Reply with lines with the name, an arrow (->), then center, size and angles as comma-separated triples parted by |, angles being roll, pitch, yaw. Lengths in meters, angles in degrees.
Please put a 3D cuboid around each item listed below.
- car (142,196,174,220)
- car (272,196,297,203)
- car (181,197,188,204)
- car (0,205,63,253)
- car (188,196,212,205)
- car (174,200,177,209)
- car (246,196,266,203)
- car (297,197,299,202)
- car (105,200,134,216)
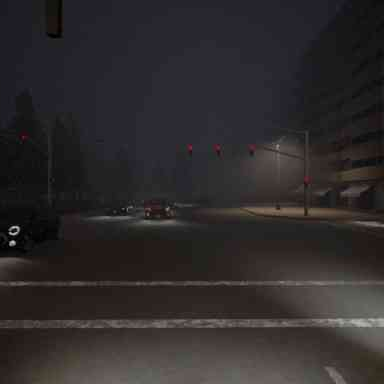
car -> -2.999, 1.366, 28.957 | 2.097, 1.767, 4.553 | 0, 1, -7
car -> 18.492, 1.478, 67.600 | 5.008, 1.535, 1.882 | 0, 0, -33
car -> -0.180, 1.525, 62.932 | 1.812, 1.442, 4.674 | 0, 0, 32
car -> -7.087, 1.365, 13.669 | 2.097, 1.767, 4.553 | 0, 0, 0
car -> 1.857, 1.492, 59.507 | 2.128, 1.511, 4.902 | 0, 0, 30
car -> -3.111, 1.491, 42.345 | 2.128, 1.511, 4.902 | 0, 0, 6
car -> 13.128, 1.477, 68.087 | 5.008, 1.535, 1.882 | 0, 0, -41
car -> 21.923, 1.525, 73.615 | 4.902, 1.511, 2.128 | 0, 0, -22
car -> -6.983, 1.526, 32.594 | 1.812, 1.442, 4.674 | 0, 0, 1
